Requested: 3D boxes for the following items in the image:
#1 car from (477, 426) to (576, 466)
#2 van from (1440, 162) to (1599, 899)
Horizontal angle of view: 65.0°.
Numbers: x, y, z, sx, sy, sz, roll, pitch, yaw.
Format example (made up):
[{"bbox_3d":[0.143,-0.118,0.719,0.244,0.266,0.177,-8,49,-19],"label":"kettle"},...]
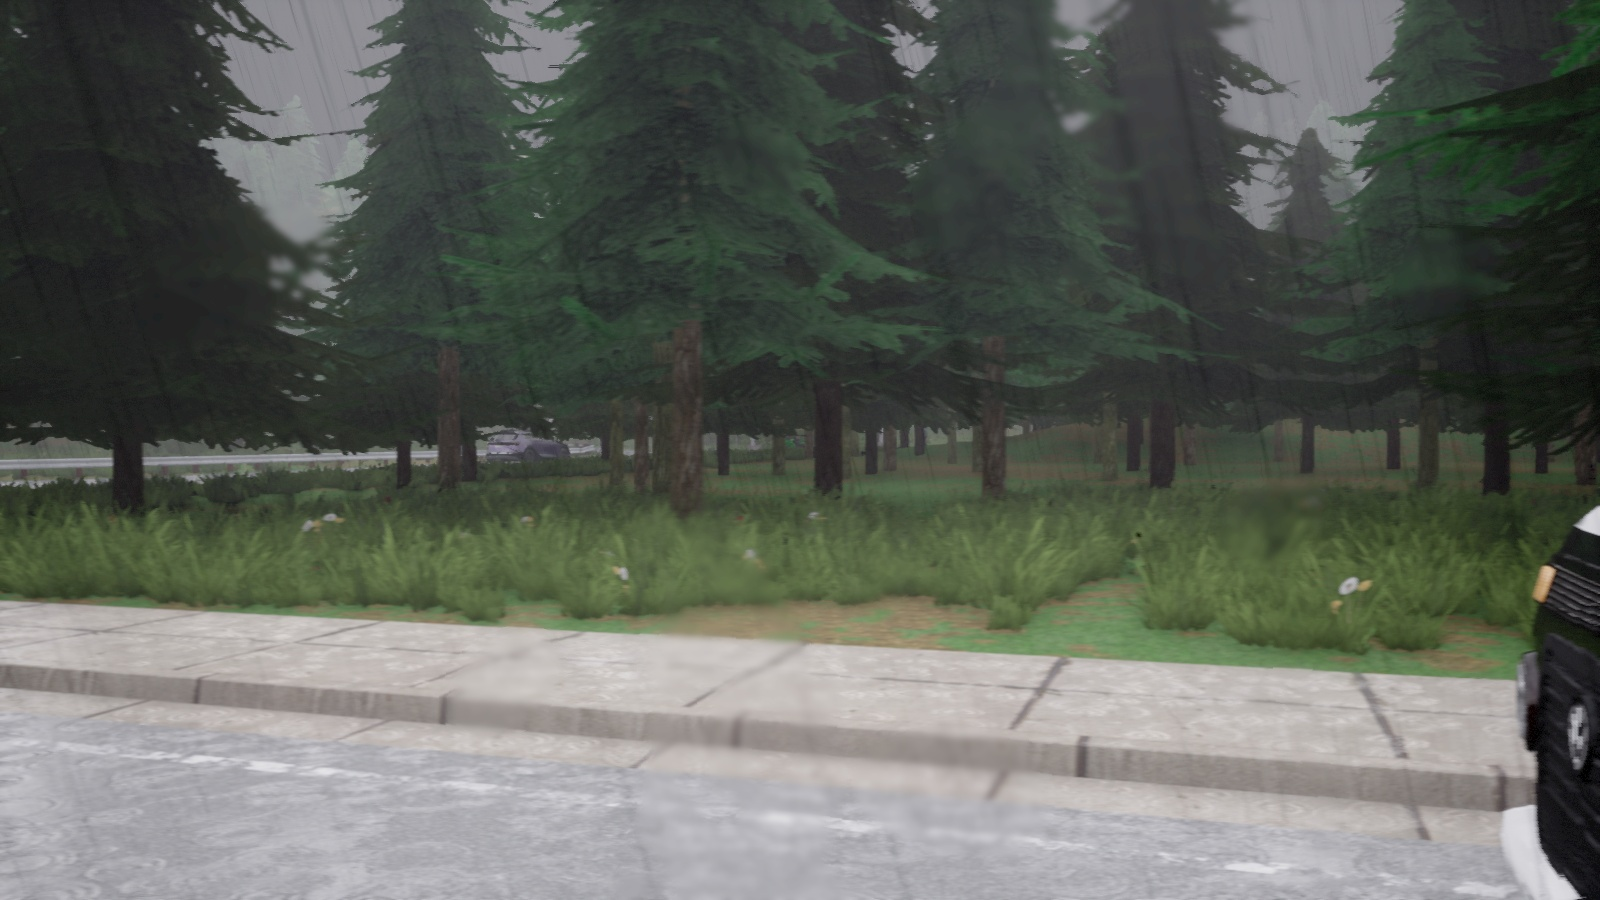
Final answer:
[{"bbox_3d":[-12.069,-0.209,55.780,2.033,1.649,4.856,1,1,20],"label":"car"},{"bbox_3d":[3.665,0.532,1.956,4.480,2.038,2.069,1,1,19],"label":"van"}]
